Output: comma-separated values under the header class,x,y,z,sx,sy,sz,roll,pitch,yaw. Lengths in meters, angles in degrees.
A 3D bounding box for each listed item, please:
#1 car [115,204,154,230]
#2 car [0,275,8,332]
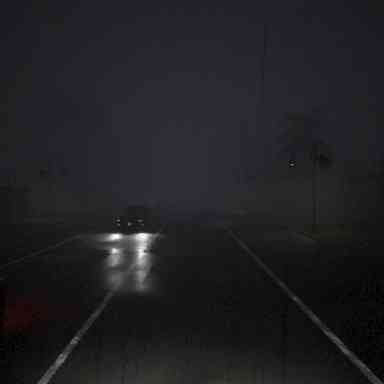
class,x,y,z,sx,sy,sz,roll,pitch,yaw
car,-3.559,1.566,21.241,1.837,1.490,4.892,0,0,0
car,-3.598,1.516,2.916,1.837,1.490,4.892,0,0,0
